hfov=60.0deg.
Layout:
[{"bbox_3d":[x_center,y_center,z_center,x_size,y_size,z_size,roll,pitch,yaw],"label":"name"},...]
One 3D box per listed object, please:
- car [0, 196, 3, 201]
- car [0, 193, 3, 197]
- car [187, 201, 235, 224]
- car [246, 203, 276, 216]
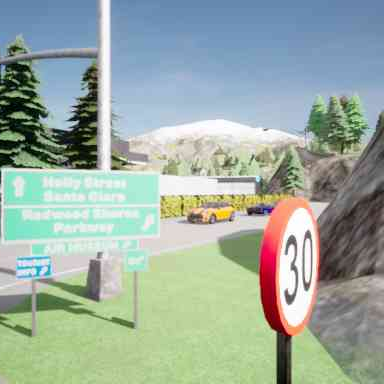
[{"bbox_3d":[-12.400,1.493,26.036,1.905,1.878,3.866,0,0,35],"label":"car"},{"bbox_3d":[-38.660,1.456,69.944,4.514,1.523,2.007,0,0,35],"label":"car"},{"bbox_3d":[1.584,1.537,26.704,2.097,1.767,4.553,0,0,36],"label":"car"},{"bbox_3d":[7.486,1.786,34.833,1.895,1.301,4.718,0,0,36],"label":"car"}]
